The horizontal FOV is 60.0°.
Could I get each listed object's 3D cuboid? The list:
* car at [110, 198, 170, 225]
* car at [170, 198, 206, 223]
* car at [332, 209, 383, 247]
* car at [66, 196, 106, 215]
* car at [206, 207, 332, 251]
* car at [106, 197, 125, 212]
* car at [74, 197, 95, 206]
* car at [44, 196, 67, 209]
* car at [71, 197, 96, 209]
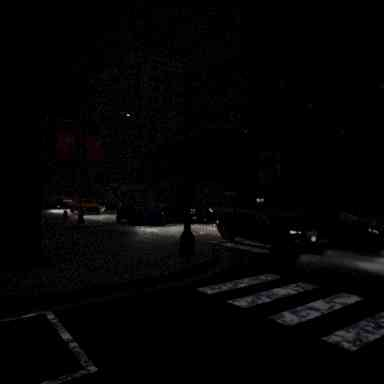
[{"bbox_3d":[-3.874,1.448,24.053,1.882,1.535,5.008,0,0,-36],"label":"car"},{"bbox_3d":[-0.374,1.320,24.753,2.097,1.767,4.553,0,0,-36],"label":"car"},{"bbox_3d":[6.530,1.513,15.189,1.812,1.442,4.674,0,0,-36],"label":"car"},{"bbox_3d":[-10.789,1.430,33.660,1.882,1.535,5.008,0,0,-36],"label":"car"},{"bbox_3d":[3.099,1.481,14.369,2.128,1.511,4.902,0,0,-36],"label":"car"},{"bbox_3d":[-7.591,1.301,34.779,2.097,1.767,4.553,0,0,-36],"label":"car"},{"bbox_3d":[-17.654,1.513,54.663,1.895,1.301,4.718,0,0,-36],"label":"car"},{"bbox_3d":[-18.135,1.535,43.943,1.895,1.301,4.718,0,0,-35],"label":"car"},{"bbox_3d":[-14.661,1.457,44.669,1.812,1.442,4.674,0,0,-36],"label":"car"}]
